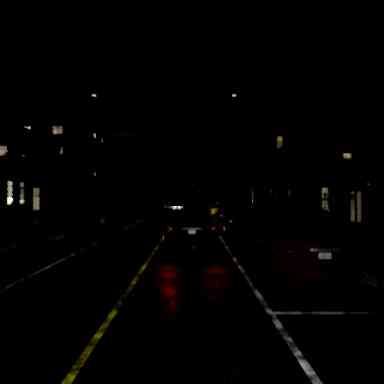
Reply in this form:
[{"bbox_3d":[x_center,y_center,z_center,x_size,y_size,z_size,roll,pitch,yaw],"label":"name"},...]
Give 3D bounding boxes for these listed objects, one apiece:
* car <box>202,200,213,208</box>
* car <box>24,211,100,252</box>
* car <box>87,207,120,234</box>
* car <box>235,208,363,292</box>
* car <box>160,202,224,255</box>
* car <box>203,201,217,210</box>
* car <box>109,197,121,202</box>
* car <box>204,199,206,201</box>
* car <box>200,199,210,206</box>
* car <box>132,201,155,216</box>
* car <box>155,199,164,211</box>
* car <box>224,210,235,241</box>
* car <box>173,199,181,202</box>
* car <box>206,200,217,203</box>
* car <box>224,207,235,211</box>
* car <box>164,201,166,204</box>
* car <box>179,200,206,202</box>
[{"bbox_3d":[2.800,2.183,61.424,1.802,1.307,4.206,0,-1,0],"label":"car"},{"bbox_3d":[-5.689,1.724,14.660,1.802,1.307,4.206,1,-1,0],"label":"car"},{"bbox_3d":[-5.690,1.635,20.194,1.967,1.590,4.097,1,-1,0],"label":"car"},{"bbox_3d":[2.696,1.403,9.132,2.192,1.841,5.009,0,-1,0],"label":"car"},{"bbox_3d":[-0.003,1.486,14.082,2.097,1.767,4.553,0,-1,0],"label":"car"},{"bbox_3d":[2.804,2.077,52.423,1.947,1.339,4.313,0,-1,0],"label":"car"},{"bbox_3d":[-20.033,1.991,83.755,4.507,1.381,1.887,1,-2,-1],"label":"car"},{"bbox_3d":[2.779,1.987,44.878,2.008,1.369,4.403,0,-1,0],"label":"car"},{"bbox_3d":[2.796,2.237,70.425,1.887,1.381,4.507,0,-1,0],"label":"car"},{"bbox_3d":[-5.768,1.896,38.267,1.752,1.417,4.829,1,-1,0],"label":"car"},{"bbox_3d":[-5.827,2.033,49.501,2.008,1.369,4.403,1,-1,0],"label":"car"},{"bbox_3d":[2.691,1.708,14.662,1.947,1.339,4.313,0,-1,0],"label":"car"},{"bbox_3d":[-3.030,2.206,69.681,2.128,1.511,4.902,0,-1,0],"label":"car"},{"bbox_3d":[2.742,1.880,36.658,1.752,1.417,4.829,0,-1,0],"label":"car"},{"bbox_3d":[2.689,1.761,20.195,1.947,1.339,4.313,0,-1,0],"label":"car"},{"bbox_3d":[-5.838,2.030,60.321,1.967,1.590,4.097,0,-1,0],"label":"car"},{"bbox_3d":[-0.008,1.763,29.477,1.882,1.535,5.008,0,0,0],"label":"car"}]
